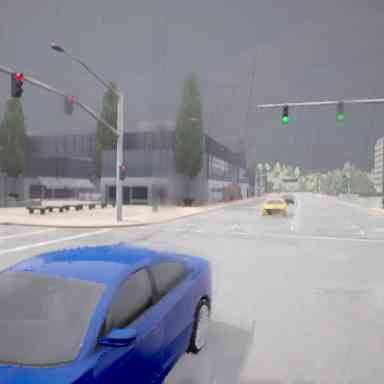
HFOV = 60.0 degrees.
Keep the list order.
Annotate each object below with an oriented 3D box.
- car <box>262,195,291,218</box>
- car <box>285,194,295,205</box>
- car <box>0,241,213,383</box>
[{"bbox_3d":[7.115,1.278,28.320,1.882,1.535,5.008,1,1,18],"label":"car"},{"bbox_3d":[14.853,1.102,51.532,1.882,1.535,5.008,1,1,18],"label":"car"},{"bbox_3d":[-1.211,1.408,3.524,1.882,1.535,5.008,2,1,20],"label":"car"}]
